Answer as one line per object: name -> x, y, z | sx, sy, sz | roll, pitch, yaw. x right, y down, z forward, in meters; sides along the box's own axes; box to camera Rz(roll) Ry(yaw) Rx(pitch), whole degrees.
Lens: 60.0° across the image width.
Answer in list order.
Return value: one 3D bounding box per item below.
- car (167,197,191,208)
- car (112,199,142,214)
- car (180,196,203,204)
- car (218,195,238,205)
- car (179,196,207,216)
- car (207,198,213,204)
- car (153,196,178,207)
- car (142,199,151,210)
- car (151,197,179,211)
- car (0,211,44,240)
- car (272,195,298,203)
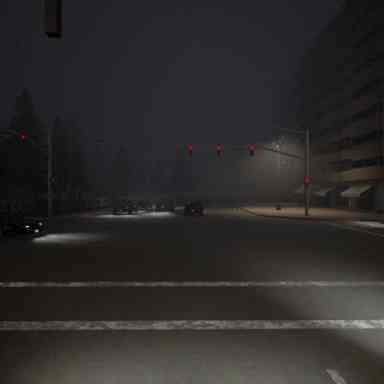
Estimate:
car -> -1.891, 1.566, 50.350 | 2.033, 1.411, 5.357 | 0, 0, 15
car -> -6.945, 1.538, 35.038 | 1.812, 1.442, 4.674 | 0, 0, 2
car -> -0.009, 1.514, 63.120 | 2.128, 1.511, 4.902 | 0, 0, 32
car -> 6.503, 1.374, 59.969 | 2.097, 1.767, 4.553 | 0, 0, 32
car -> 0.134, 1.503, 33.266 | 2.128, 1.511, 4.902 | 0, 0, 1
car -> 2.004, 1.622, 59.577 | 1.895, 1.301, 4.718 | 0, 0, 31
car -> -4.268, 1.511, 53.960 | 2.128, 1.511, 4.902 | 0, 0, 20
car -> -6.398, 1.617, 44.117 | 1.895, 1.301, 4.718 | 0, 0, 6
car -> -3.208, 1.506, 40.621 | 2.128, 1.511, 4.902 | 0, 0, 4
car -> -10.435, 1.587, 16.659 | 5.357, 1.411, 2.033 | 0, 0, 0
car -> 18.521, 1.502, 67.534 | 5.008, 1.535, 1.882 | 0, 0, -33
